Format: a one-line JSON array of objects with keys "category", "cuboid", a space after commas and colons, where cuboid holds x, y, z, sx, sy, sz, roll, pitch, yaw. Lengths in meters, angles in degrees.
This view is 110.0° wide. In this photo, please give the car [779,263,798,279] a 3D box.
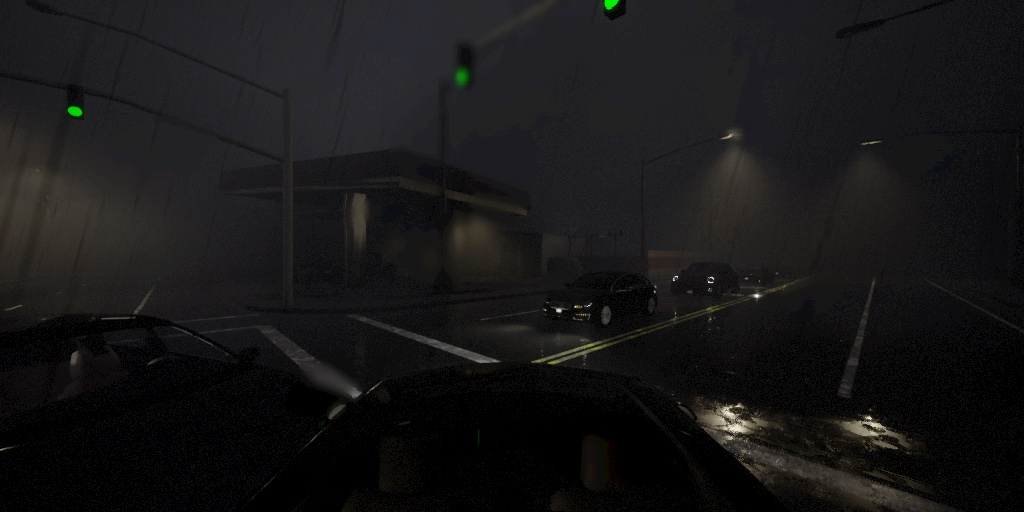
[{"category": "car", "cuboid": [24.163, 1.314, 32.149, 4.181, 1.385, 1.994, 0, 0, -44]}]

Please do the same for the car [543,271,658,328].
[{"category": "car", "cuboid": [3.018, 1.255, 11.590, 4.892, 1.490, 1.837, 0, 0, -45]}]

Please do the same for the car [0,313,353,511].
[{"category": "car", "cuboid": [-3.390, 1.242, 2.647, 4.902, 1.511, 2.128, 0, 0, 16]}]

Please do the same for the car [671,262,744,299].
[{"category": "car", "cuboid": [9.938, 1.102, 18.353, 4.553, 1.767, 2.097, 0, 0, -44]}]

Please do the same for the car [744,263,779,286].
[{"category": "car", "cuboid": [16.947, 1.314, 25.181, 1.994, 1.385, 4.181, 0, 0, 45]}]
